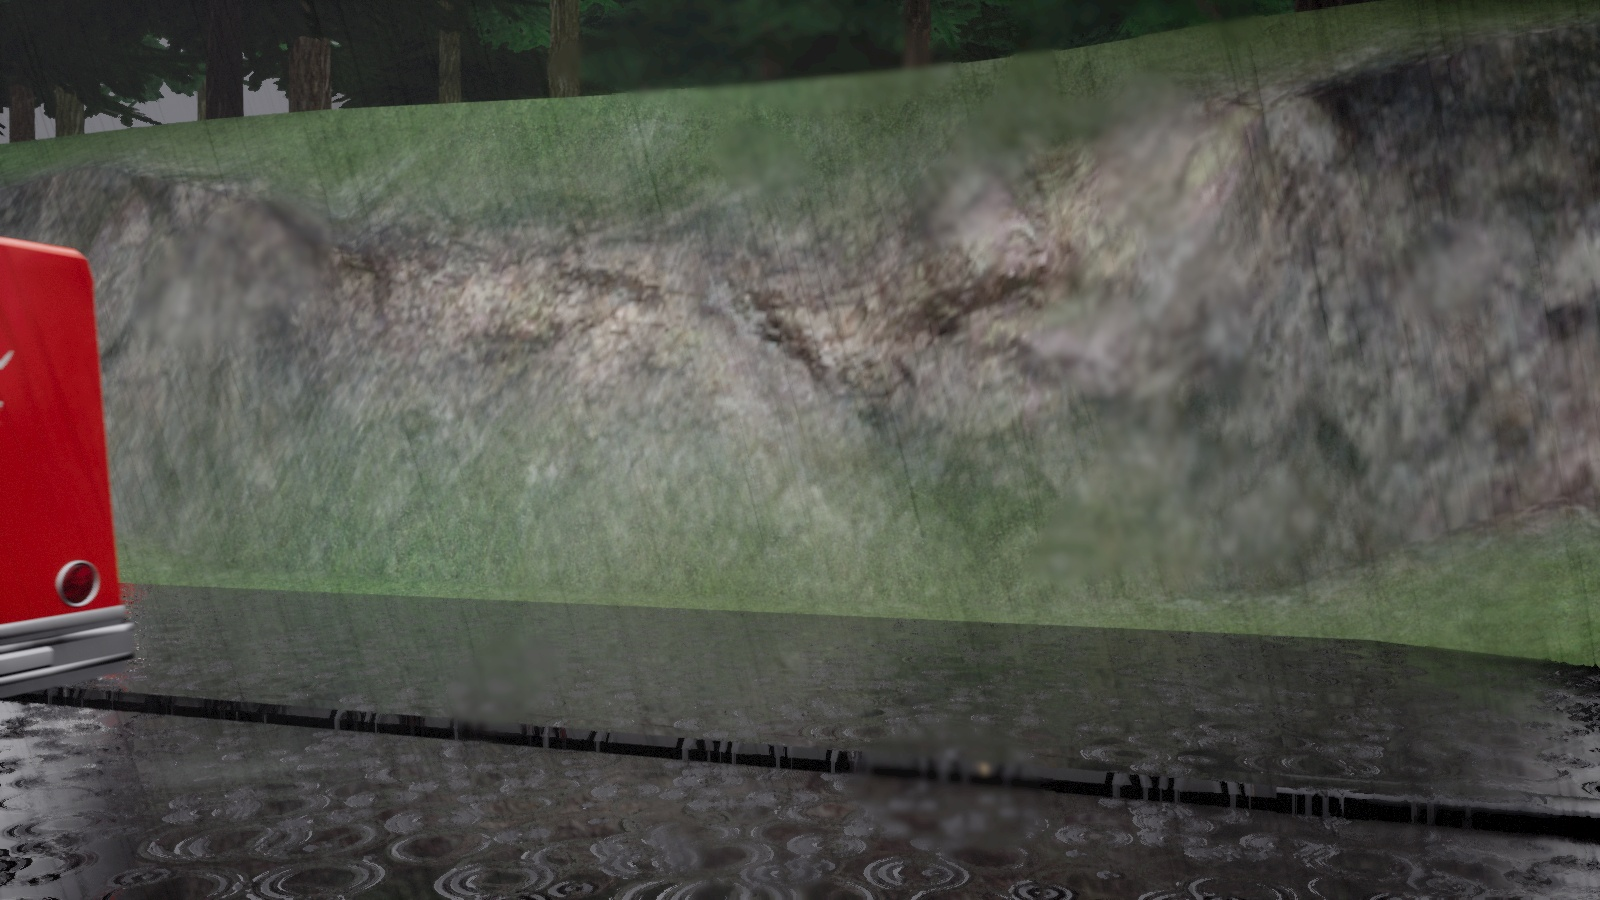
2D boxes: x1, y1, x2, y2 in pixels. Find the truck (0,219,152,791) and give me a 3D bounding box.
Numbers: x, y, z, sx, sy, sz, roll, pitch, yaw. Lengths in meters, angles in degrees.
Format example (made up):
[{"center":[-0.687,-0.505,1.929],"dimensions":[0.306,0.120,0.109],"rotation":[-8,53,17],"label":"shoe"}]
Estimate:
[{"center":[-6.076,0.225,5.755],"dimensions":[5.204,2.467,2.627],"rotation":[1,1,19],"label":"truck"}]
